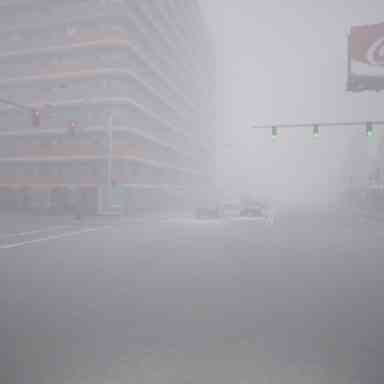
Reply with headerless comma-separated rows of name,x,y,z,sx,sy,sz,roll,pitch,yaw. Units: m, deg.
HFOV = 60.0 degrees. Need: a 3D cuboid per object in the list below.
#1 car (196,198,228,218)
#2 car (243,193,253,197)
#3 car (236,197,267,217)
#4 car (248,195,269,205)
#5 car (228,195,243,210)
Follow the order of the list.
car,1.694,1.443,30.150,1.882,1.535,5.008,0,0,15
car,10.648,1.147,63.856,2.150,2.045,5.566,0,0,15
car,5.754,1.510,31.823,2.033,1.411,5.357,0,0,15
car,8.412,1.477,41.927,1.812,1.442,4.674,0,0,15
car,5.001,1.428,42.712,1.882,1.535,5.008,0,0,15
